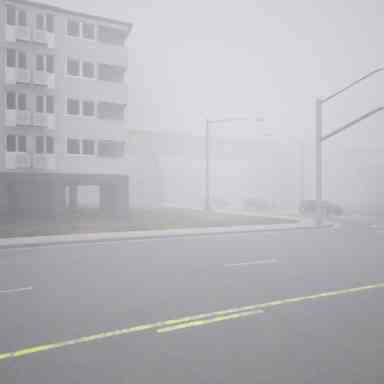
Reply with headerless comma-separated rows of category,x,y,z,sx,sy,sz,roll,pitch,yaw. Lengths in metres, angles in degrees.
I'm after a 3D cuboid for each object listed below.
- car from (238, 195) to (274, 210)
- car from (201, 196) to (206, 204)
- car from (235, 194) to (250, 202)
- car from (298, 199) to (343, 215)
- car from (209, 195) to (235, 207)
car,8.518,1.481,42.624,2.128,1.511,4.902,0,0,-25
car,2.739,1.494,61.988,1.837,1.490,4.892,0,0,4
car,11.407,1.522,75.339,2.033,1.411,5.357,0,0,41
car,12.834,1.494,33.440,1.837,1.490,4.892,0,0,-25
car,4.373,1.494,52.071,1.837,1.490,4.892,0,0,-20
